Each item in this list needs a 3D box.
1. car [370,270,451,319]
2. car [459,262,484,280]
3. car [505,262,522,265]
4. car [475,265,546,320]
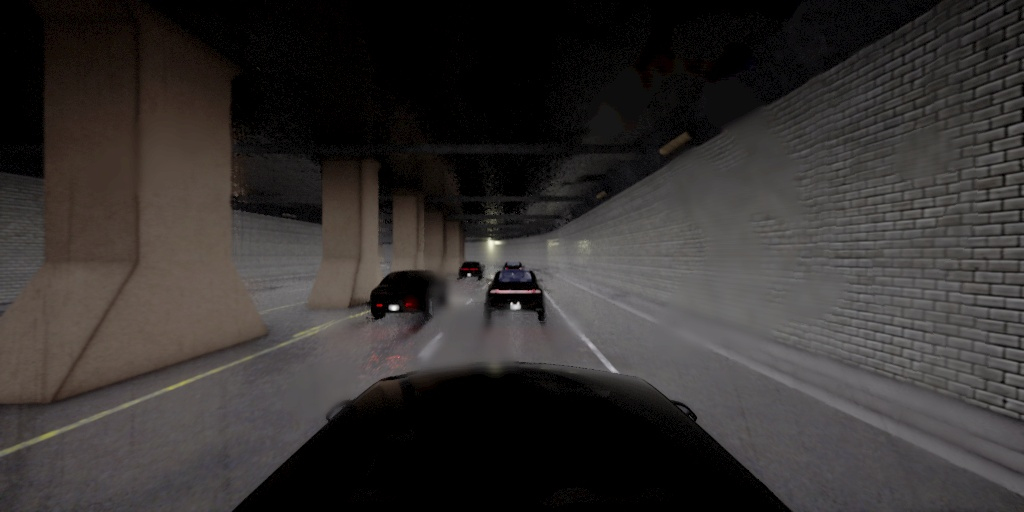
[{"bbox_3d":[-3.396,1.244,12.741,1.837,1.490,4.892,0,0,0],"label":"car"},{"bbox_3d":[-3.390,1.228,30.759,1.837,1.490,4.892,0,0,0],"label":"car"},{"bbox_3d":[0.110,1.214,30.691,2.128,1.511,4.902,0,0,0],"label":"car"},{"bbox_3d":[0.104,1.231,12.585,2.128,1.511,4.902,0,0,0],"label":"car"}]
